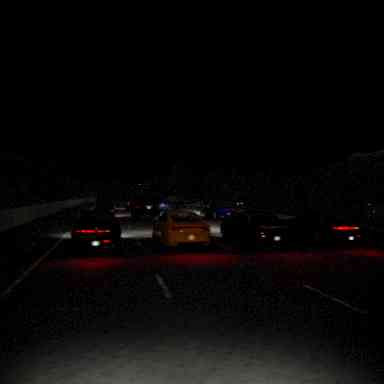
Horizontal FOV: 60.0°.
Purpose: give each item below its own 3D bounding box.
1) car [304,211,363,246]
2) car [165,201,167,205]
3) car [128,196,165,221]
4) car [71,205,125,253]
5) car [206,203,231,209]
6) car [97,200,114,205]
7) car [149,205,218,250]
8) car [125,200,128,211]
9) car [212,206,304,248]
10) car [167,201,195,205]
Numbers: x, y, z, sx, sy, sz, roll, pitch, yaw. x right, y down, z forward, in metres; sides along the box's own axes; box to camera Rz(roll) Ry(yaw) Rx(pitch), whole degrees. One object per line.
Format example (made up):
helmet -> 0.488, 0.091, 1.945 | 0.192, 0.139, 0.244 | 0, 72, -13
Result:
car -> 6.233, 1.716, 16.573 | 1.837, 1.490, 4.892 | 1, 0, -14
car -> -4.317, 1.791, 44.618 | 2.033, 1.411, 5.357 | 1, 0, -14
car -> -4.091, 1.356, 29.166 | 2.150, 2.045, 5.566 | 1, 0, -14
car -> -3.954, 1.545, 14.036 | 1.837, 1.490, 4.892 | 1, 0, -14
car -> 2.593, 1.736, 31.288 | 1.882, 1.535, 5.008 | 1, 0, -14
car -> -7.559, 1.646, 28.601 | 1.994, 1.385, 4.181 | 1, 0, -14
car -> -0.601, 1.574, 15.064 | 1.882, 1.535, 5.008 | 1, 0, -14
car -> -7.704, 1.537, 43.750 | 2.097, 1.767, 4.553 | 1, 0, -14
car -> 2.840, 1.645, 15.717 | 2.128, 1.511, 4.902 | 1, 0, -14
car -> -0.722, 1.799, 30.093 | 1.895, 1.301, 4.718 | 1, 0, -14
